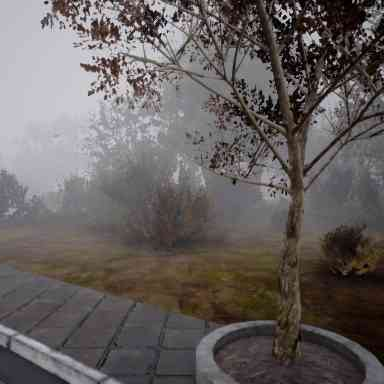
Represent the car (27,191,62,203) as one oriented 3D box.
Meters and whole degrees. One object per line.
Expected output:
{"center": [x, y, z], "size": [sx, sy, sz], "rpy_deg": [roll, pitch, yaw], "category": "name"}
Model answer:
{"center": [-18.335, 0.941, 41.832], "size": [2.150, 2.045, 5.566], "rpy_deg": [1, 0, 32], "category": "car"}
